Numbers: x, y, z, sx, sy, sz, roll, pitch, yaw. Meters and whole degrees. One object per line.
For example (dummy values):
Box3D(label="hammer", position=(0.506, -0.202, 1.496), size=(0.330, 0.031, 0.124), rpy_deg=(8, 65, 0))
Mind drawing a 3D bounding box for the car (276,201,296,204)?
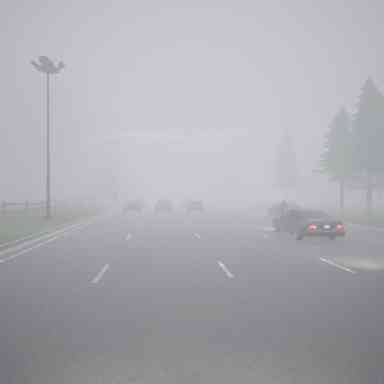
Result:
Box3D(label="car", position=(8.120, 1.526, 29.028), size=(1.812, 1.442, 4.674), rpy_deg=(0, 0, -5))

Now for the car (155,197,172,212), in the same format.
Box3D(label="car", position=(-3.226, 1.601, 38.037), size=(1.895, 1.301, 4.718), rpy_deg=(0, 0, -5))

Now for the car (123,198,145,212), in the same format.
Box3D(label="car", position=(-6.746, 1.601, 38.117), size=(1.895, 1.301, 4.718), rpy_deg=(0, 0, -5))

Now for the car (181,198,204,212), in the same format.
Box3D(label="car", position=(0.276, 1.492, 38.180), size=(2.128, 1.511, 4.902), rpy_deg=(0, 0, -5))

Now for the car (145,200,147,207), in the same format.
Box3D(label="car", position=(-7.636, 1.526, 48.035), size=(1.812, 1.442, 4.674), rpy_deg=(0, 0, -5))

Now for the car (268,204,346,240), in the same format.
Box3D(label="car", position=(5.663, 1.547, 16.894), size=(2.033, 1.411, 5.357), rpy_deg=(0, 0, -4))

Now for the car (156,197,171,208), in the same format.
Box3D(label="car", position=(-4.127, 1.491, 48.092), size=(2.128, 1.511, 4.902), rpy_deg=(0, 0, -6))

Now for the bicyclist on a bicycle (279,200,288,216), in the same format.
Box3D(label="bicyclist on a bicycle", position=(6.824, 1.454, 24.851), size=(0.582, 1.620, 1.656), rpy_deg=(0, -2, 34))
